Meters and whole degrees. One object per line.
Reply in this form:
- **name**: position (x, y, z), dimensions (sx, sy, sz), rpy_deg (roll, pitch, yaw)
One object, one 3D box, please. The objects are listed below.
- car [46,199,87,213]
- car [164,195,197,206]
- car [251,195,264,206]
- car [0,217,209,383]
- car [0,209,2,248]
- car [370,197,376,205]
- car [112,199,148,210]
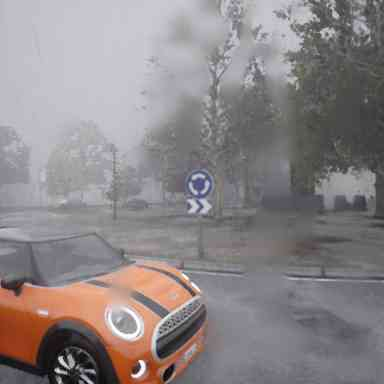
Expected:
- **car**: position (-13.494, 1.464, 36.061), dimensions (1.812, 1.442, 4.674), rpy_deg (-1, 0, 30)
- **car**: position (-1.124, 1.137, 46.850), dimensions (5.357, 1.411, 2.033), rpy_deg (-1, 0, -19)
- **car**: position (9.494, 1.226, 44.513), dimensions (4.892, 1.490, 1.837), rpy_deg (0, 0, 12)
- **car**: position (-2.053, 1.352, 4.958), dimensions (4.553, 1.767, 2.097), rpy_deg (-1, 0, 25)
- **car**: position (-9.587, 1.537, 14.826), dimensions (1.812, 1.442, 4.674), rpy_deg (-1, 1, -31)
- **car**: position (25.249, 1.126, 44.036), dimensions (1.812, 1.442, 4.674), rpy_deg (-1, 0, 3)
- **car**: position (-7.260, 1.439, 39.235), dimensions (4.181, 1.385, 1.994), rpy_deg (-1, 0, -42)
